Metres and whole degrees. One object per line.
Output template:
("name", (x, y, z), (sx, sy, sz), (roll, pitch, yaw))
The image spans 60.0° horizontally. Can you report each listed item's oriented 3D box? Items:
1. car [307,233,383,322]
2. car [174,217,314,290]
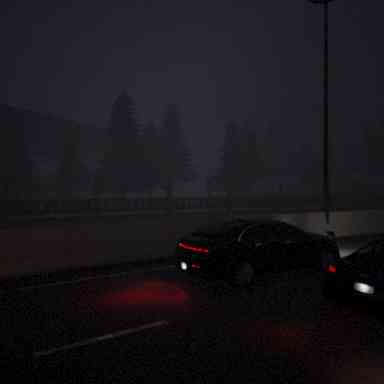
("car", (4.492, 1.502, 6.375), (4.181, 1.385, 1.994), (0, 0, -31))
("car", (1.890, 1.434, 8.903), (4.892, 1.490, 1.837), (0, 0, -31))
